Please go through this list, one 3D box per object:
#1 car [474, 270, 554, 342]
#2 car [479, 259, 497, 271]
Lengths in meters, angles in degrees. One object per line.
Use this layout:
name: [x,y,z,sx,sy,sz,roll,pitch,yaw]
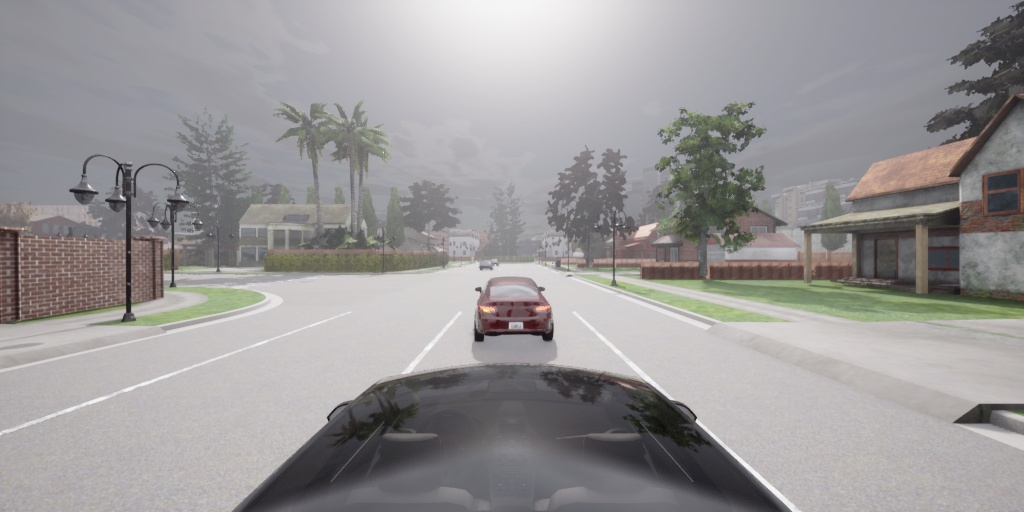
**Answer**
car: [-0.027,1.276,9.712,1.812,1.442,4.674,0,0,-3]
car: [-3.592,1.297,50.280,2.033,1.411,5.357,0,0,0]
